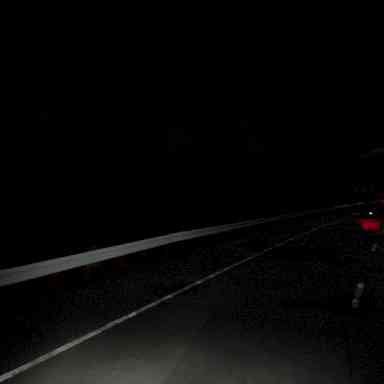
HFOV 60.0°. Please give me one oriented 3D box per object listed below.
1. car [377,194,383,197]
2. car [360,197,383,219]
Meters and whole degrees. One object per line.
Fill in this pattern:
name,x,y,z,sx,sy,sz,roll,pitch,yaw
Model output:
car,22.296,1.221,38.001,2.150,2.045,5.566,0,0,36
car,16.200,1.505,29.493,1.837,1.490,4.892,0,0,35
